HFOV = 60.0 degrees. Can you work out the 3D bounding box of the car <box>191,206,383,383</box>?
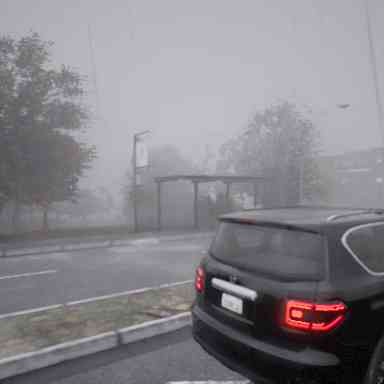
[{"bbox_3d":[2.593,1.232,4.980,5.566,2.045,2.150,0,0,-36],"label":"car"}]
